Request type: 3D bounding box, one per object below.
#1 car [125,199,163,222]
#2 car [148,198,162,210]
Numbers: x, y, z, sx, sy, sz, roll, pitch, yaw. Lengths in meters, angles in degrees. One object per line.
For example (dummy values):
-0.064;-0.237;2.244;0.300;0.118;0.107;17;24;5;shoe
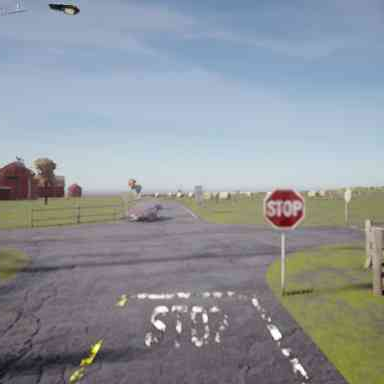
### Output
-3.926;1.618;26.776;1.812;1.442;4.674;1;1;6;car
-4.972;1.626;45.236;1.812;1.442;4.674;0;0;-5;car
